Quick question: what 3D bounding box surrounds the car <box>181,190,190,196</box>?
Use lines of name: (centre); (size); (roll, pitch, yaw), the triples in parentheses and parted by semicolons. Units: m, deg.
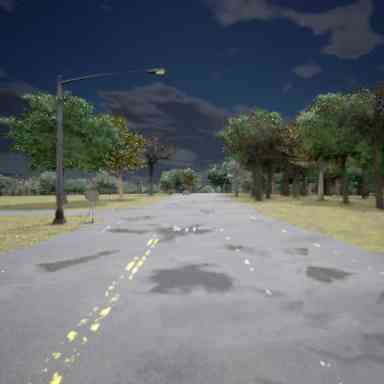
car: (-1.656, 0.277, 86.256); (1.994, 1.385, 4.181); (0, 1, 2)
